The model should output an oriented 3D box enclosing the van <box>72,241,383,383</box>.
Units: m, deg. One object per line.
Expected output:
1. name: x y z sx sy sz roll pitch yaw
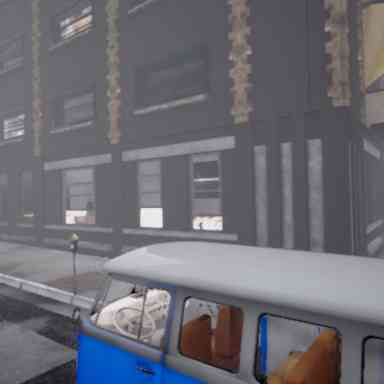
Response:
1. van: 0.860 1.346 2.283 3.998 1.788 1.690 -1 -1 36
